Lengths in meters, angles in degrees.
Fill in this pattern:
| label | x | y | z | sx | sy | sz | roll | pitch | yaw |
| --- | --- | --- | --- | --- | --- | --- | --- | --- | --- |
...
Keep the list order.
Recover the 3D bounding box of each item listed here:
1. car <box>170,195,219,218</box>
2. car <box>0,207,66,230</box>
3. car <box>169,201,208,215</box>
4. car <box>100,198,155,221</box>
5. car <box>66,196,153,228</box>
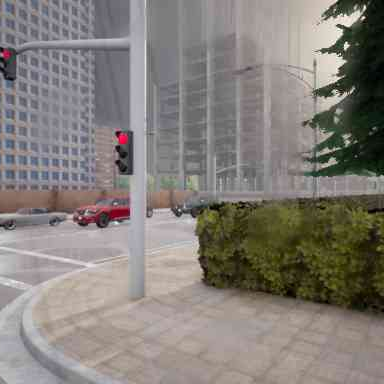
| label | x | y | z | sx | sy | sz | roll | pitch | yaw |
| --- | --- | --- | --- | --- | --- | --- | --- | --- | --- |
| car | 0.539 | 1.277 | 31.582 | 2.150 | 2.045 | 5.566 | 0 | 0 | 36 |
| car | -10.737 | 1.656 | 21.785 | 1.895 | 1.301 | 4.718 | 0 | 0 | 35 |
| car | -0.300 | 1.656 | 36.430 | 1.895 | 1.301 | 4.718 | 0 | 0 | 36 |
| car | -5.526 | 1.407 | 29.115 | 2.097 | 1.767 | 4.553 | 0 | 0 | 35 |
| car | -5.495 | 1.277 | 23.153 | 2.150 | 2.045 | 5.566 | 0 | 0 | 33 |
